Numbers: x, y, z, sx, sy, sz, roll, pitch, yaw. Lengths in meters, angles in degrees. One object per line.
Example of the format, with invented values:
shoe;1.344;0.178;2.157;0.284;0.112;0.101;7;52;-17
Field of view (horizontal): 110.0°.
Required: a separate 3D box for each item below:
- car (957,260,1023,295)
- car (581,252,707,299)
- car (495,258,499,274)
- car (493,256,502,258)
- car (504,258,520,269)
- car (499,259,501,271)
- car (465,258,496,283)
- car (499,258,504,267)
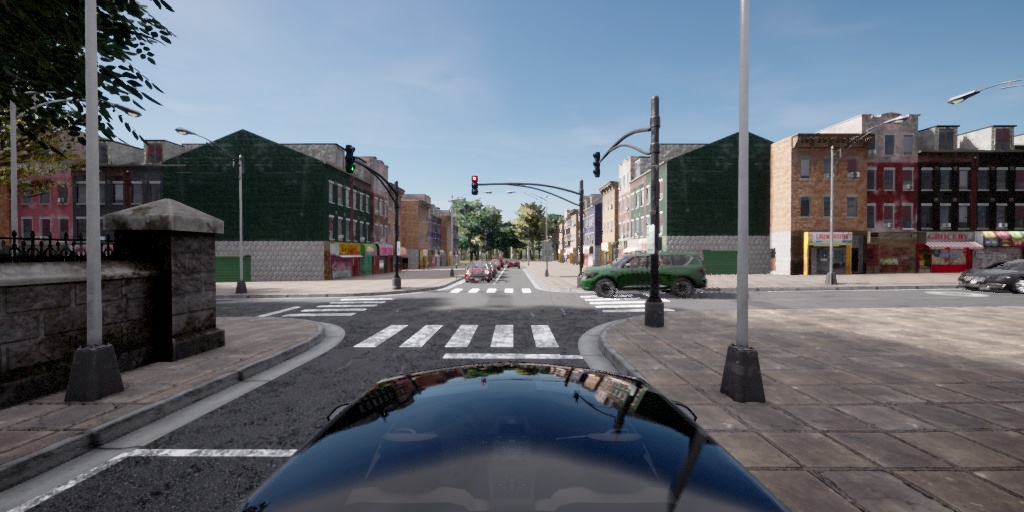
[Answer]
car;23.404;0.899;16.284;4.892;1.490;1.837;-1;1;0
car;6.043;0.851;16.818;5.566;2.045;2.150;-1;1;6
car;-2.520;1.204;33.551;1.967;1.591;4.097;0;0;0
car;-2.802;1.259;60.927;1.801;1.575;5.366;0;0;0
car;0.273;1.152;59.349;2.097;1.767;4.553;0;0;1
car;-2.500;1.335;38.986;1.948;1.339;4.313;0;0;0
car;-2.541;1.199;28.117;1.967;1.591;4.097;0;0;0
car;-2.458;1.329;49.855;1.888;1.381;4.507;0;0;0
